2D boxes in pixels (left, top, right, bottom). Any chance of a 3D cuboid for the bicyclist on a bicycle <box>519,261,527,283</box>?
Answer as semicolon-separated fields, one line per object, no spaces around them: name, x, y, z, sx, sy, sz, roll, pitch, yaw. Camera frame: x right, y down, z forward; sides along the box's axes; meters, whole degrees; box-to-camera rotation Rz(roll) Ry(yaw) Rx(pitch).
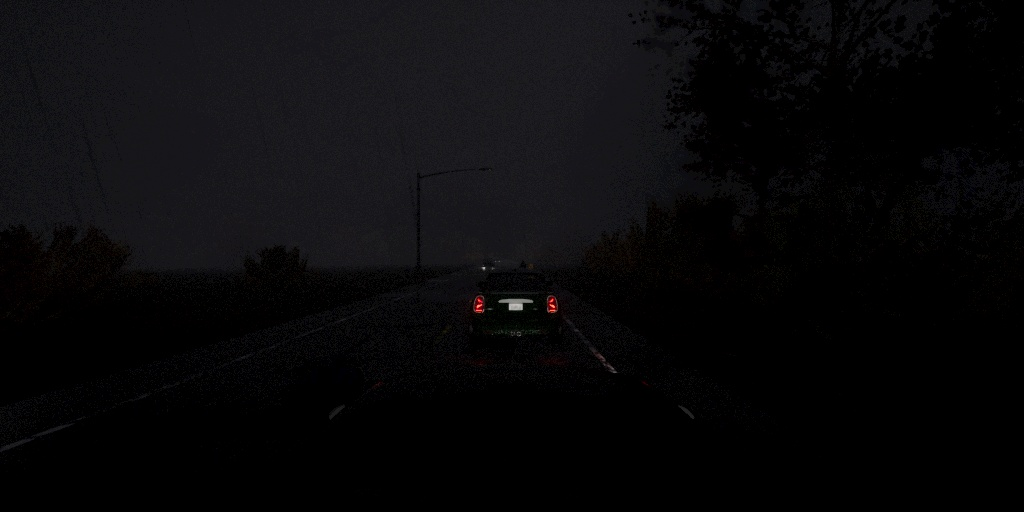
bicyclist on a bicycle;0.840;1.193;27.224;0.582;1.620;1.656;0;0;0

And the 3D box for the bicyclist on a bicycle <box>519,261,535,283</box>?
bicyclist on a bicycle;0.903;1.181;17.107;0.866;1.612;1.509;0;0;0

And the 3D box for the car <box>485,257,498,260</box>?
car;-4.088;1.088;63.222;2.097;1.767;4.553;0;0;0

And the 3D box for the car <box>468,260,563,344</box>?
car;0.072;1.099;9.763;2.097;1.767;4.553;0;0;0
